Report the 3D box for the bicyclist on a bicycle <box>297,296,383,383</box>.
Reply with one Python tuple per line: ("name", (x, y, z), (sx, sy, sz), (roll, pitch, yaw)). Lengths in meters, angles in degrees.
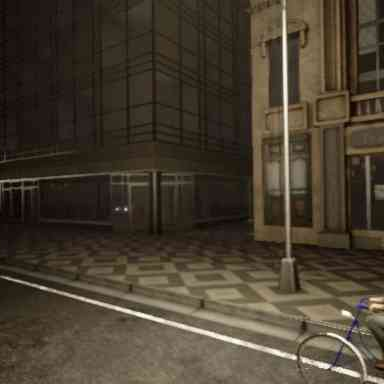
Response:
("bicyclist on a bicycle", (1.931, 1.375, 3.284), (1.843, 1.776, 0.659), (-1, 0, 36))
